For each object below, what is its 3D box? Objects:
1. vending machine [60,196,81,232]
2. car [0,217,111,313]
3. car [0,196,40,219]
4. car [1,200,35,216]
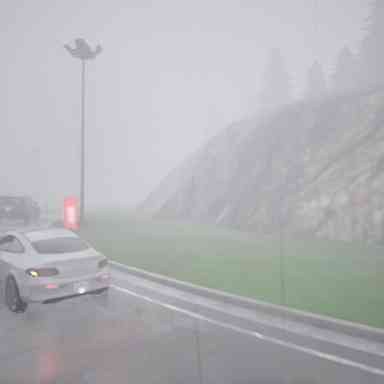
[{"bbox_3d":[-7.398,1.289,20.246,1.100,2.100,0.880,1,0,-24],"label":"vending machine"},{"bbox_3d":[-3.631,1.559,7.793,1.812,1.442,4.674,0,0,-44],"label":"car"},{"bbox_3d":[-13.188,1.312,25.327,2.150,2.045,5.566,0,0,-14],"label":"car"},{"bbox_3d":[-18.528,1.652,35.687,1.812,1.442,4.674,0,0,-9],"label":"car"}]
